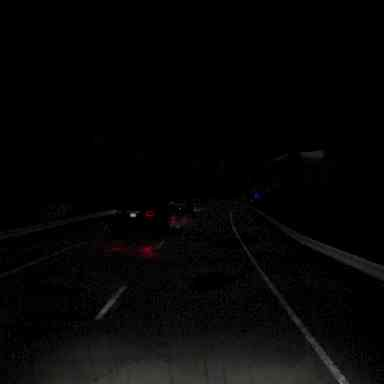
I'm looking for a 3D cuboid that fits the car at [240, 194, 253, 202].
[{"bbox_3d":[12.042,1.480,75.818,1.882,1.535,5.008,0,0,16],"label":"car"}]

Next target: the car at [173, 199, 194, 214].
[{"bbox_3d":[-0.882,1.487,36.073,2.128,1.511,4.902,0,0,7],"label":"car"}]

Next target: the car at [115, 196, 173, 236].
[{"bbox_3d":[-2.657,1.217,18.714,2.150,2.045,5.566,0,0,4],"label":"car"}]

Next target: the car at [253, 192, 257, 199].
[{"bbox_3d":[15.792,1.379,91.865,2.128,1.511,4.902,0,0,20],"label":"car"}]
